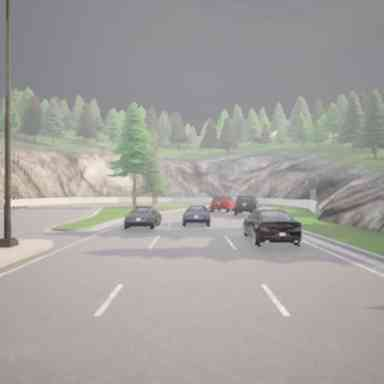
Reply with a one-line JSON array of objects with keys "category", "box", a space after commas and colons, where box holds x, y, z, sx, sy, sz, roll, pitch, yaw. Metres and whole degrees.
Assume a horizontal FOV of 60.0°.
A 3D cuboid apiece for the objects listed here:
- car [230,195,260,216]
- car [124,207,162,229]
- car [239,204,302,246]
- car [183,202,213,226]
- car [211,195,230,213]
[{"category": "car", "box": [5.769, 1.376, 34.579, 2.150, 2.045, 5.566, 0, 0, 16]}, {"category": "car", "box": [-3.212, 1.664, 22.474, 1.994, 1.385, 4.181, 0, 0, 2]}, {"category": "car", "box": [3.618, 1.548, 15.699, 1.882, 1.535, 5.008, 0, 0, 0]}, {"category": "car", "box": [0.412, 1.675, 24.774, 1.994, 1.385, 4.181, 0, 0, 3]}, {"category": "car", "box": [3.758, 1.399, 40.095, 2.150, 2.045, 5.566, 0, 0, 16]}]
